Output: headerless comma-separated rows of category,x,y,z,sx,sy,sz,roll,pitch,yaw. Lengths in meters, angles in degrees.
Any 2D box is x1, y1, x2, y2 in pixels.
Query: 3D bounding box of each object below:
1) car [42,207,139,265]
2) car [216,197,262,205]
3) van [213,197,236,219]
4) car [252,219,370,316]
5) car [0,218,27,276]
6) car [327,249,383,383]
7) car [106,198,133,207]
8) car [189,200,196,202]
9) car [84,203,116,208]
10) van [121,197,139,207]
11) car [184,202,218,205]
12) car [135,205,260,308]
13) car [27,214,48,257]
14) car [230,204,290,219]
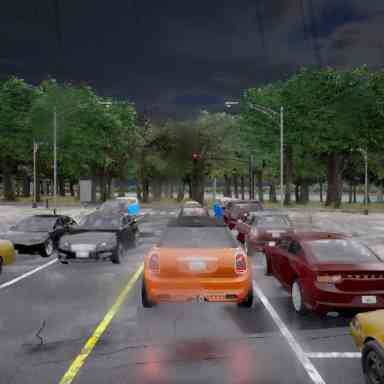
car,-3.081,1.492,11.825,2.128,1.511,4.902,0,0,0
car,2.776,1.317,18.299,2.192,1.841,5.009,0,0,0
van,2.786,1.346,29.174,1.690,1.788,3.998,0,0,0
car,2.767,1.545,7.424,1.887,1.381,4.507,0,0,0
car,-5.758,1.525,7.261,1.752,1.417,4.829,0,0,0
car,2.762,1.525,2.156,1.752,1.417,4.829,0,0,0
car,-5.744,1.443,23.744,1.967,1.590,4.097,0,0,0
car,0.021,1.460,27.255,1.801,1.575,5.366,0,0,1
car,-5.749,1.527,18.136,1.752,1.417,4.829,0,0,0
van,-5.739,1.346,29.182,1.690,1.788,3.998,0,0,0
car,0.113,1.493,17.310,2.128,1.511,4.902,0,0,0
car,0.106,1.352,8.096,2.097,1.767,4.553,0,0,0
car,-5.753,1.567,12.869,1.947,1.339,4.313,0,0,0
car,2.772,1.441,12.861,1.967,1.590,4.097,0,0,0
